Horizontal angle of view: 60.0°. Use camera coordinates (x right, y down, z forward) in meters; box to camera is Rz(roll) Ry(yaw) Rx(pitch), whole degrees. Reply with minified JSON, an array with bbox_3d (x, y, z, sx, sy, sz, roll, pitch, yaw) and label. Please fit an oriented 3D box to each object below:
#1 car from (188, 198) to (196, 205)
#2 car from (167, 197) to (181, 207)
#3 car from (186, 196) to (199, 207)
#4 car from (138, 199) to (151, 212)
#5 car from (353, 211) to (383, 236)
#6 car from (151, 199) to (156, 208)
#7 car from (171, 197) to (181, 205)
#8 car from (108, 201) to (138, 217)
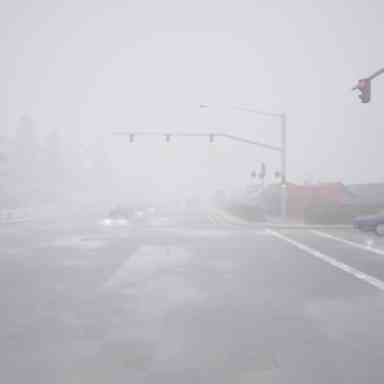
[{"bbox_3d":[-0.011,2.011,72.774,1.837,1.490,4.892,0,0,0],"label":"car"},{"bbox_3d":[-3.411,1.781,61.187,2.097,1.767,4.553,0,0,0],"label":"car"},{"bbox_3d":[0.090,1.642,59.623,2.150,2.045,5.566,0,0,0],"label":"car"},{"bbox_3d":[-7.089,1.858,44.186,2.033,1.411,5.357,0,0,0],"label":"car"},{"bbox_3d":[11.520,1.552,18.311,5.008,1.535,1.882,0,0,0],"label":"car"},{"bbox_3d":[-7.068,1.862,54.815,1.882,1.535,5.008,0,-1,0],"label":"car"},{"bbox_3d":[-3.511,1.989,72.857,1.882,1.535,5.008,0,0,0],"label":"car"},{"bbox_3d":[-7.096,1.838,33.775,1.895,1.301,4.718,0,0,0],"label":"car"}]
